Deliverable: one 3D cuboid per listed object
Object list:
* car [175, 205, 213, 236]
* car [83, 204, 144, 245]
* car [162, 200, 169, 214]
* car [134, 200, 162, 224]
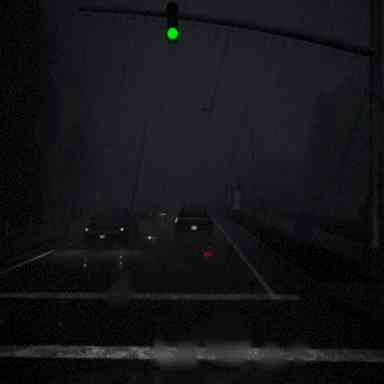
[{"bbox_3d":[0.104,1.454,17.990,2.128,1.511,4.902,0,0,0],"label":"car"},{"bbox_3d":[-3.582,1.494,15.517,1.812,1.442,4.674,0,0,-1],"label":"car"},{"bbox_3d":[-3.525,1.488,34.778,1.994,1.385,4.181,0,0,1],"label":"car"},{"bbox_3d":[-3.582,1.424,24.807,1.882,1.535,5.008,0,0,0],"label":"car"}]
